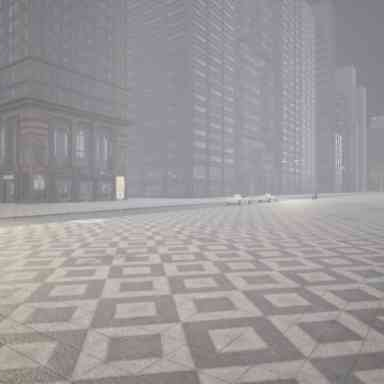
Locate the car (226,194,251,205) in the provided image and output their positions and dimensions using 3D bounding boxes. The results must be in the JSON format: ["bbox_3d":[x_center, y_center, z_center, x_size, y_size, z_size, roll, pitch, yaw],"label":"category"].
[{"bbox_3d":[6.361,1.052,45.418,1.812,1.442,4.674,0,1,36],"label":"car"}]

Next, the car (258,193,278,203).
[{"bbox_3d":[12.291,0.958,53.822,1.812,1.442,4.674,0,1,35],"label":"car"}]
